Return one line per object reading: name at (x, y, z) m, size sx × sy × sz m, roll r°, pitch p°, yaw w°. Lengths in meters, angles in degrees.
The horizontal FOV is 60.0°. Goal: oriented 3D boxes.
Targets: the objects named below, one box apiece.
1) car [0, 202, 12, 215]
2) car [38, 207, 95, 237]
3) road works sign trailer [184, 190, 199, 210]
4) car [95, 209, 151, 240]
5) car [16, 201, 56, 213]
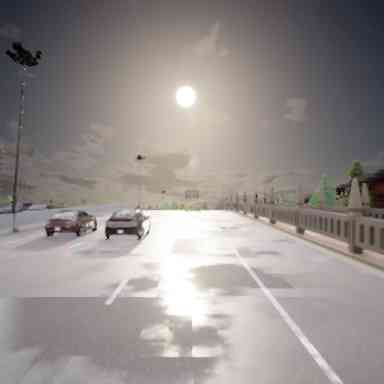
car at (-17.605, 1.734, 33.637) m, size 2.097 × 1.767 × 4.553 m, roll 0°, pitch -1°, yaw 0°
car at (-6.910, 1.746, 19.392) m, size 1.812 × 1.442 × 4.674 m, roll 0°, pitch -1°, yaw 0°
road works sign trailer at (-0.020, 1.416, 57.546) m, size 2.380 × 3.560 × 2.880 m, roll 0°, pitch -4°, yaw 2°
car at (-3.410, 1.700, 18.246) m, size 2.128 × 1.511 × 4.902 m, roll 0°, pitch -1°, yaw 0°
car at (-14.109, 1.832, 31.102) m, size 1.882 × 1.535 × 5.008 m, roll 0°, pitch -1°, yaw 0°
